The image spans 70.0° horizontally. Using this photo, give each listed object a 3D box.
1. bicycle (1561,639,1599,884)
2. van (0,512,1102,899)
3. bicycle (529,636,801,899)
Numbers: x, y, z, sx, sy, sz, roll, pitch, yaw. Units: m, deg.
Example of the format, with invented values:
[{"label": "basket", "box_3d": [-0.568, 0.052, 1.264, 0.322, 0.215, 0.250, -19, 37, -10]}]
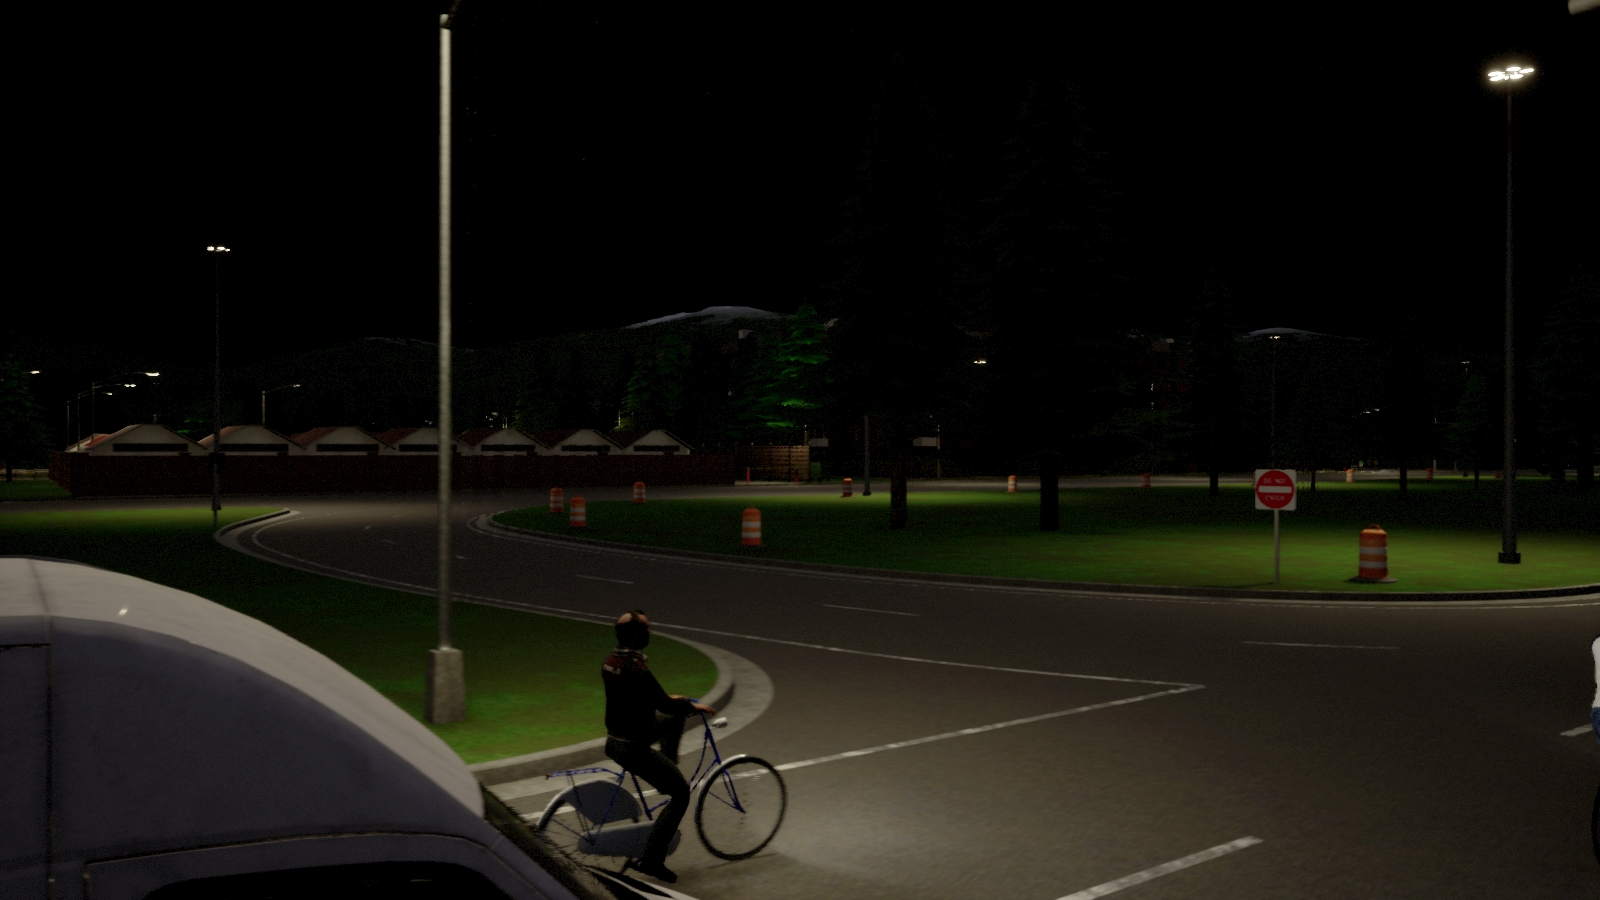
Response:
[{"label": "bicycle", "box_3d": [5.824, 2.062, 7.898, 1.643, 1.496, 0.373, 0, 0, -35]}, {"label": "van", "box_3d": [-2.156, 1.535, 2.263, 5.915, 2.561, 1.988, 0, 0, -35]}, {"label": "bicycle", "box_3d": [-0.837, 2.063, 7.482, 1.835, 1.471, 0.329, 0, 0, -35]}]
